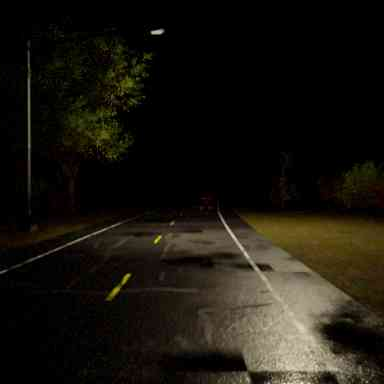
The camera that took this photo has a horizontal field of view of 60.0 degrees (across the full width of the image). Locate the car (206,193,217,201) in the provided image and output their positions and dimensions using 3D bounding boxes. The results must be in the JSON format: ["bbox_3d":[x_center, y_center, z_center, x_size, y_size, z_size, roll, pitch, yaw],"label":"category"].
[{"bbox_3d":[4.006,1.042,68.562,2.033,1.411,5.357,0,0,6],"label":"car"}]

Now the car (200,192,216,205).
[{"bbox_3d":[2.170,1.139,49.442,2.128,1.511,4.902,0,0,5],"label":"car"}]
